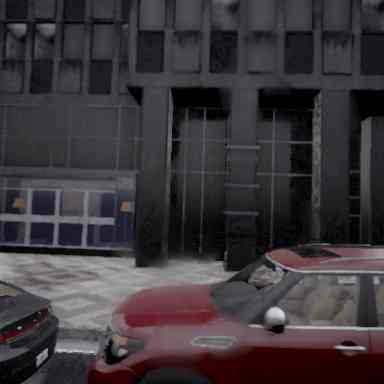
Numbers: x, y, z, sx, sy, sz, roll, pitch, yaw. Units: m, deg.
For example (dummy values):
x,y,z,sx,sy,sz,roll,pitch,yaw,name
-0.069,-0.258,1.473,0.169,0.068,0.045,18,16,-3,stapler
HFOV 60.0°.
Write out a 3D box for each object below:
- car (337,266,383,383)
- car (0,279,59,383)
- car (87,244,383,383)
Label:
x,y,z,sx,sy,sz,roll,pitch,yaw,name
3.436,1.553,1.591,4.553,1.767,2.097,2,-3,5,car
-3.933,1.631,4.030,4.403,1.369,2.008,2,-3,3,car
1.502,1.555,3.745,5.009,1.841,2.192,2,-3,3,car
